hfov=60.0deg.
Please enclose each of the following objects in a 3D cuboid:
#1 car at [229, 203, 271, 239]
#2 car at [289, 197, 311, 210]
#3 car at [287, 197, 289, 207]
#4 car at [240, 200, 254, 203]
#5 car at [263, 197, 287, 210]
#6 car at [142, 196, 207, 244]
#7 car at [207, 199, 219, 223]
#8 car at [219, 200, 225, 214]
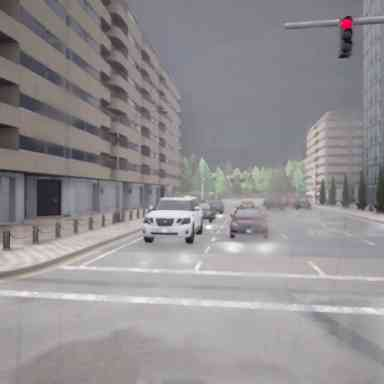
[{"bbox_3d":[3.013,1.558,17.768,1.812,1.442,4.674,0,0,9],"label":"car"},{"bbox_3d":[14.590,1.629,44.198,2.128,1.511,4.902,0,0,10],"label":"car"},{"bbox_3d":[16.150,1.521,53.956,2.097,1.767,4.553,0,0,9],"label":"car"},{"bbox_3d":[4.594,1.629,27.600,1.994,1.385,4.181,0,0,9],"label":"car"},{"bbox_3d":[11.149,1.483,44.830,2.097,1.767,4.553,0,0,10],"label":"car"},{"bbox_3d":[-0.739,1.241,16.405,2.150,2.045,5.566,0,0,8],"label":"car"},{"bbox_3d":[0.857,1.578,26.460,1.812,1.442,4.674,0,0,9],"label":"car"},{"bbox_3d":[2.562,1.591,36.716,1.837,1.490,4.892,0,0,10],"label":"car"}]
